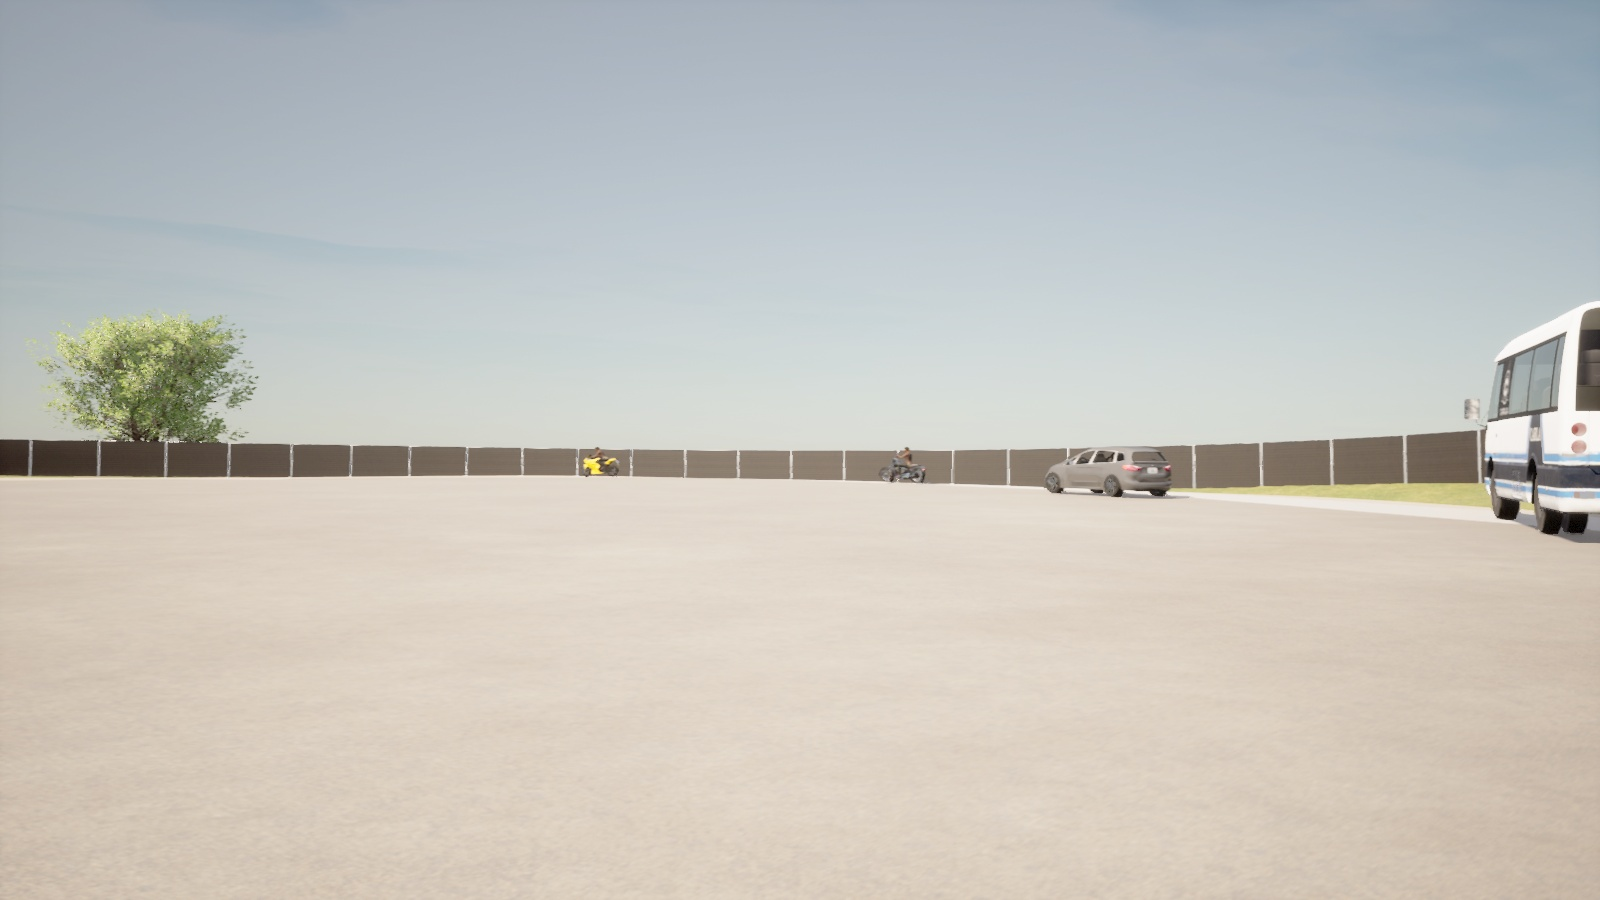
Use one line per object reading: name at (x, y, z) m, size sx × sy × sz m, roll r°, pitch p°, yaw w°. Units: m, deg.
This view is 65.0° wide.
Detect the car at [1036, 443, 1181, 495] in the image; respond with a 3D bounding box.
car at (10.330, 0.594, 42.458) m, size 2.242 × 1.667 × 4.611 m, roll 0°, pitch 0°, yaw -28°

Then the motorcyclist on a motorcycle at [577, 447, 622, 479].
motorcyclist on a motorcycle at (-9.881, 0.638, 61.775) m, size 2.044 × 1.523 × 0.797 m, roll 0°, pitch -1°, yaw 15°

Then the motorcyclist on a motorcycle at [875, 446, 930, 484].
motorcyclist on a motorcycle at (4.438, 0.644, 54.623) m, size 2.350 × 1.649 × 0.766 m, roll 0°, pitch 0°, yaw 40°

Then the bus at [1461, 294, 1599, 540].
bus at (16.575, -0.571, 26.091) m, size 3.944 × 4.253 × 10.273 m, roll 0°, pitch 0°, yaw 22°
